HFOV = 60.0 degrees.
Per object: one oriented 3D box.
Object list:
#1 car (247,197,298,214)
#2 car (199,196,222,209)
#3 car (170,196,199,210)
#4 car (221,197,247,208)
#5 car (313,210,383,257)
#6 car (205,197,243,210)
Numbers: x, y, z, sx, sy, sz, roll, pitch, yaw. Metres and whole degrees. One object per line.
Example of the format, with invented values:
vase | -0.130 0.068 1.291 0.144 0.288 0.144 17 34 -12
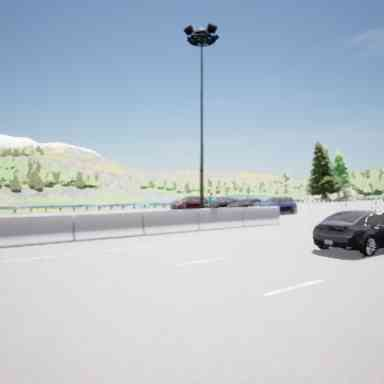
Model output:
car | 7.713 1.231 30.819 4.553 1.767 2.097 0 0 -35
car | 3.632 1.332 36.506 4.902 1.511 2.128 0 0 -35
car | -0.225 1.193 38.075 4.553 1.767 2.097 0 0 -35
car | 5.659 1.384 33.654 4.892 1.490 1.837 0 0 -35
car | 6.642 1.452 12.762 4.892 1.490 1.837 -1 1 -35
car | 3.961 1.332 41.083 4.674 1.442 1.812 -1 1 -35
